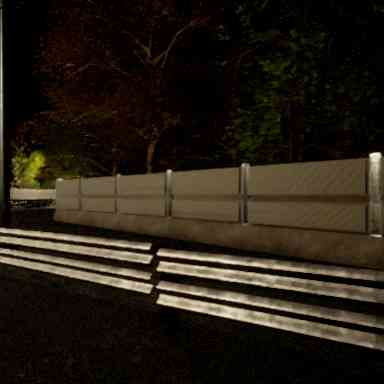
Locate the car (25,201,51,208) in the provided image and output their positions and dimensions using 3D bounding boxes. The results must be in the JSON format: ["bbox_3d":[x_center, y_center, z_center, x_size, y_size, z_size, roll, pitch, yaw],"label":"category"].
[{"bbox_3d":[-23.927,1.774,51.816,1.994,1.385,4.181,0,0,11],"label":"car"}]
